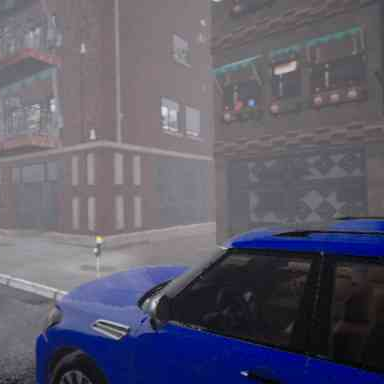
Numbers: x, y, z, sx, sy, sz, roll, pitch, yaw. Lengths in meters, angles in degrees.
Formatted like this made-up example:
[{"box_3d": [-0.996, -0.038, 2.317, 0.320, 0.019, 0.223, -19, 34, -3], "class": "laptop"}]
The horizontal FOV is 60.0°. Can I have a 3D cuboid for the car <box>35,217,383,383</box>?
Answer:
[{"box_3d": [1.090, 1.233, 2.609, 5.566, 2.045, 2.150, -1, 0, 35], "class": "car"}]
